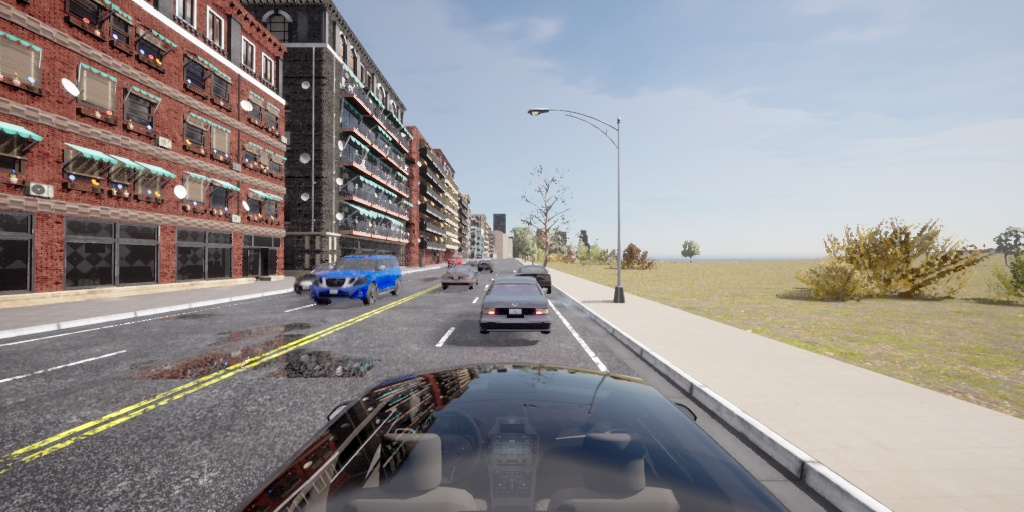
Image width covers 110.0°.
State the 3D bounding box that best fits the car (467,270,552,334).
[{"bbox_3d":[0.093,1.299,10.586,2.033,1.411,5.357,0,0,0],"label":"car"}]

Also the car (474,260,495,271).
[{"bbox_3d":[-3.193,1.255,43.702,1.837,1.490,4.892,0,0,0],"label":"car"}]

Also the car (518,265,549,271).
[{"bbox_3d":[1.118,1.230,20.350,1.882,1.535,5.008,0,0,0],"label":"car"}]

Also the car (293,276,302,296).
[{"bbox_3d":[-9.869,1.243,19.647,2.128,1.511,4.902,0,0,0],"label":"car"}]

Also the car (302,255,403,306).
[{"bbox_3d":[-6.616,0.973,16.055,2.150,2.045,5.566,0,0,0],"label":"car"}]

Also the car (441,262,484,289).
[{"bbox_3d":[-3.183,1.300,22.803,2.033,1.411,5.357,0,0,0],"label":"car"}]

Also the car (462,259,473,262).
[{"bbox_3d":[-6.638,1.314,59.399,1.994,1.385,4.181,0,0,0],"label":"car"}]

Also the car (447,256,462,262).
[{"bbox_3d":[-9.875,0.971,62.736,2.150,2.045,5.566,0,0,0],"label":"car"}]
